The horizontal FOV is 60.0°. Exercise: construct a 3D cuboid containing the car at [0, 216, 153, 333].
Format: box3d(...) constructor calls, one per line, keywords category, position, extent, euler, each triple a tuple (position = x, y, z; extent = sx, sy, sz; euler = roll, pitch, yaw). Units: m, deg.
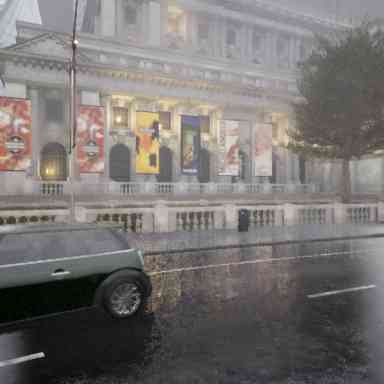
box3d(category="car", position=(-3.066, 1.352, 5.801), extent=(4.553, 1.767, 2.097), euler=(0, 0, -32))
